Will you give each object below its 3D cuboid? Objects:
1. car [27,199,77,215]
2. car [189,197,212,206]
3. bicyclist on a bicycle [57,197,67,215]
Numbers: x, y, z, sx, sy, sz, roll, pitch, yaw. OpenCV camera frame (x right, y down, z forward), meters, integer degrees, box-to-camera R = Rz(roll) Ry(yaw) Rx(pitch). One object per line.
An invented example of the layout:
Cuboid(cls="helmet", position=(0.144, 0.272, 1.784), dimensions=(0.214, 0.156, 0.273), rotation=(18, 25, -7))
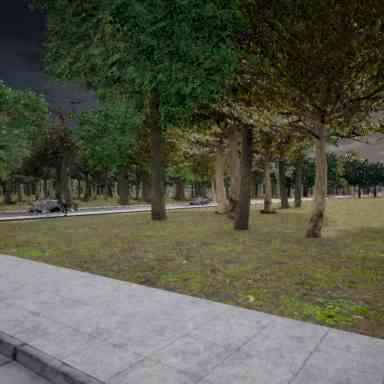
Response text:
Cuboid(cls="car", position=(-13.669, 1.480, 32.840), dimensions=(2.128, 1.511, 4.902), rotation=(0, 0, 36))
Cuboid(cls="car", position=(1.431, 1.535, 53.930), dimensions=(1.994, 1.385, 4.181), rotation=(0, 0, 36))
Cuboid(cls="bicyclist on a bicycle", position=(-11.864, 1.292, 30.360), dimensions=(1.656, 1.620, 0.582), rotation=(0, 0, 36))
